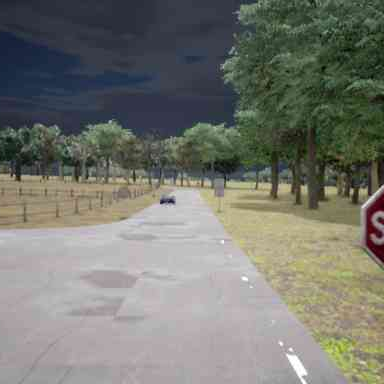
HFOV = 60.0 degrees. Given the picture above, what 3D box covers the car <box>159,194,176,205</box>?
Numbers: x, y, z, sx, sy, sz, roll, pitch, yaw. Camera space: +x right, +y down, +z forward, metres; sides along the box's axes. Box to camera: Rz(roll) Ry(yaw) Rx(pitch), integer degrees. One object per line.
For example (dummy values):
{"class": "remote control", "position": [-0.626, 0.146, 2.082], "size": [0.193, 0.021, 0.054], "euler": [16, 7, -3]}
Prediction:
{"class": "car", "position": [-2.902, 0.890, 40.300], "size": [1.895, 1.301, 4.718], "euler": [0, 1, 0]}
